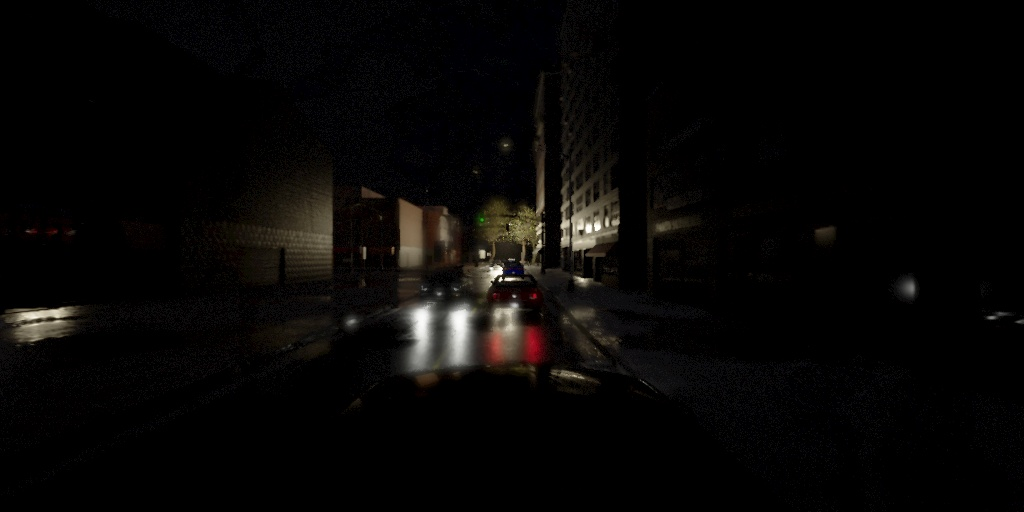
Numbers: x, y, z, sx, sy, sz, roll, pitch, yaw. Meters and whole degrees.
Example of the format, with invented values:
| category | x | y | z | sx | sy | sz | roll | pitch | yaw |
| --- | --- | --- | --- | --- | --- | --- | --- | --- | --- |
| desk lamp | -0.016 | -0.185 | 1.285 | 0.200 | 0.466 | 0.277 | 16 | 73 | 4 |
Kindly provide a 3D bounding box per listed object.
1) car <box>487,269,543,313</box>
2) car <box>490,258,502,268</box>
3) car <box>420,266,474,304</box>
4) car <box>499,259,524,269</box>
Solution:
| category | x | y | z | sx | sy | sz | roll | pitch | yaw |
| --- | --- | --- | --- | --- | --- | --- | --- | --- | --- |
| car | 0.101 | 1.344 | 13.964 | 1.895 | 1.301 | 4.718 | 0 | 0 | 0 |
| car | -2.775 | 1.296 | 63.513 | 1.812 | 1.442 | 4.674 | 0 | 0 | 1 |
| car | -2.843 | 1.248 | 16.441 | 1.837 | 1.490 | 4.892 | 0 | 0 | 0 |
| car | 0.042 | 1.222 | 31.437 | 1.882 | 1.535 | 5.008 | 0 | 0 | -2 |
